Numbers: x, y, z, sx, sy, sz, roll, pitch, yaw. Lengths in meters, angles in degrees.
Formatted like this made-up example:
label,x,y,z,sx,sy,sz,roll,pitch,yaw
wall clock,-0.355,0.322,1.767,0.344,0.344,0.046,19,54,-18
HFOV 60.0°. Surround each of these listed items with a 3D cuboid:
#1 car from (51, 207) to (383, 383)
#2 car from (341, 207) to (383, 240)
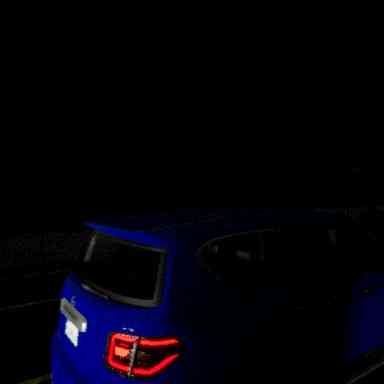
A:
label,x,y,z,sx,sy,sz,roll,pitch,yaw
car,1.196,1.223,4.286,5.566,2.045,2.150,0,0,-35
car,9.998,1.567,17.645,4.313,1.339,1.947,0,0,-36
